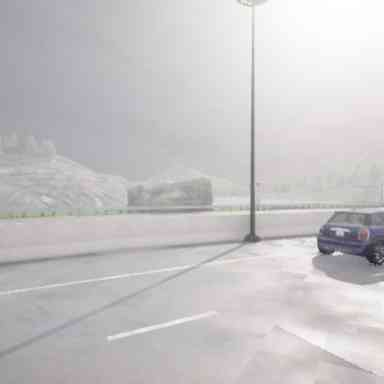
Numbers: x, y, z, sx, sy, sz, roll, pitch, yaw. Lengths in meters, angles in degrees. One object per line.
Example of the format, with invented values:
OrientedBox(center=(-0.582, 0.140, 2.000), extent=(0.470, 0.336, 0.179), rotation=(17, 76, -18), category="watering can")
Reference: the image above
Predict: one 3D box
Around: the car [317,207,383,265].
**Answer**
OrientedBox(center=(6.676, 1.380, 11.924), extent=(4.553, 1.767, 2.097), rotation=(0, 0, -30), category="car")
